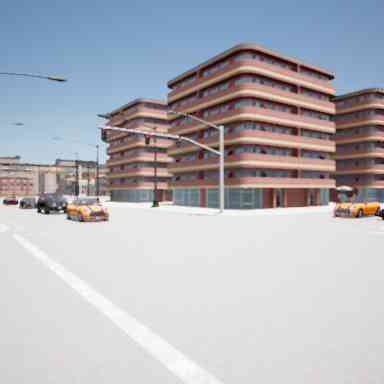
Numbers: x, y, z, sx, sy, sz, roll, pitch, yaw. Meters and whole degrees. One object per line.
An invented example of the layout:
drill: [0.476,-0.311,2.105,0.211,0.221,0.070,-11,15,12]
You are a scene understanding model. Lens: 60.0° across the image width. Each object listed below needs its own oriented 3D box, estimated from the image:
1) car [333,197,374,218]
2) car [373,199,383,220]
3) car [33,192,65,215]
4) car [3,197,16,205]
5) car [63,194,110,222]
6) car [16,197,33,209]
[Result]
car: [13.956,1.203,28.077,4.553,1.767,2.097,0,0,-35]
car: [16.432,1.395,25.546,5.357,1.411,2.033,0,0,-36]
car: [-14.435,1.178,34.458,2.150,2.045,5.566,0,0,-36]
car: [-30.882,1.572,56.879,1.895,1.301,4.718,0,0,-36]
car: [-8.146,1.307,25.936,2.097,1.767,4.553,0,0,-36]
car: [-21.463,1.463,43.974,1.837,1.490,4.892,0,0,-36]
